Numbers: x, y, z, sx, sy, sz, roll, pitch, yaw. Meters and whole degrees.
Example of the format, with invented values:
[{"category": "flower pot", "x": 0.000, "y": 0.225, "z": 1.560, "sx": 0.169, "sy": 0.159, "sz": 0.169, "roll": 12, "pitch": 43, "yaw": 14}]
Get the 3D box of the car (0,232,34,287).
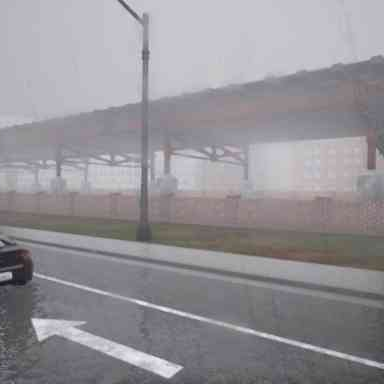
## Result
[{"category": "car", "x": -5.653, "y": 1.540, "z": 8.033, "sx": 4.674, "sy": 1.442, "sz": 1.812, "roll": 0, "pitch": 0, "yaw": 35}]
